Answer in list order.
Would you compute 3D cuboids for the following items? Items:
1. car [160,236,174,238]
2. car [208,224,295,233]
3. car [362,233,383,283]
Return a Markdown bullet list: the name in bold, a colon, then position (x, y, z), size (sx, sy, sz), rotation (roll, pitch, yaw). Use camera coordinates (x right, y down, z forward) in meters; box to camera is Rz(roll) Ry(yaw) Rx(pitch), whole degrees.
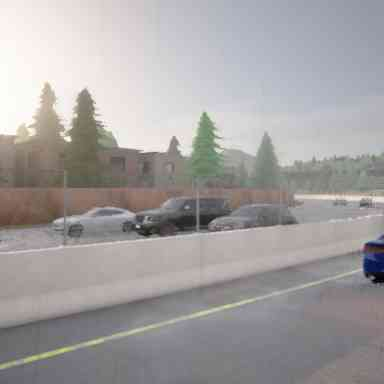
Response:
- **car**: position (-0.296, 1.218, 16.910), size (5.566, 2.045, 2.150), rotation (0, 0, -38)
- **car**: position (2.785, 1.348, 14.964), size (4.553, 1.767, 2.097), rotation (0, 0, -40)
- **car**: position (6.246, 1.473, 8.472), size (5.008, 1.535, 1.882), rotation (0, 0, -38)
